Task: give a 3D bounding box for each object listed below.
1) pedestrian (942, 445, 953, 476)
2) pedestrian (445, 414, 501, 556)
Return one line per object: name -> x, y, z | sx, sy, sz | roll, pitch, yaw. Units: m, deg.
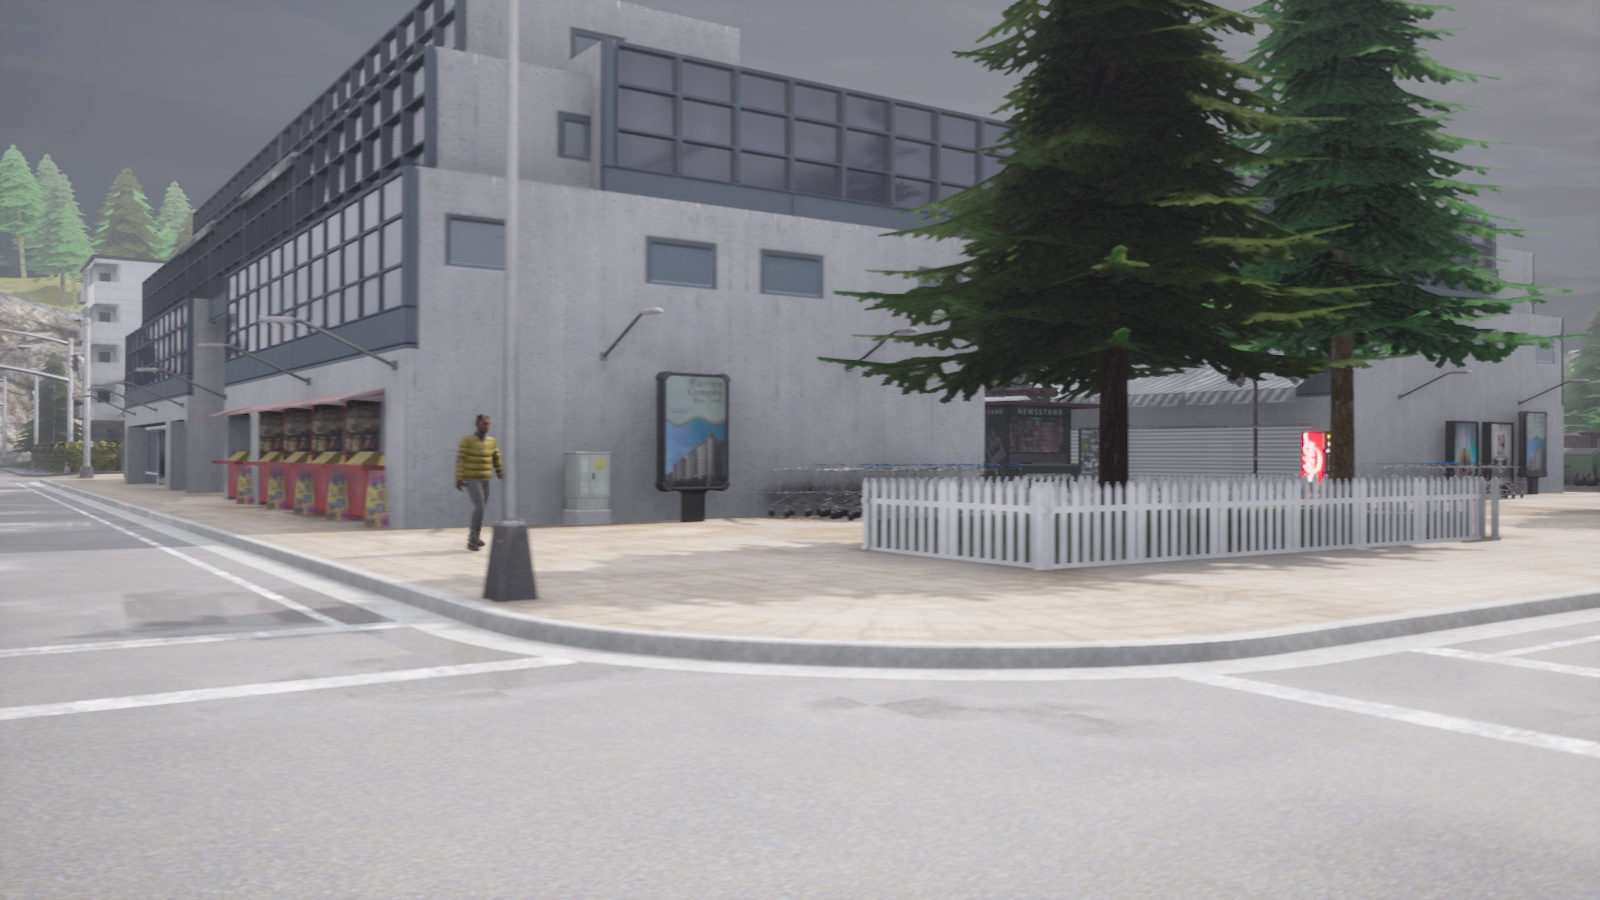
pedestrian -> 8.870, 0.623, 75.406 | 0.345, 1.836, 0.594 | 0, 0, -30
pedestrian -> -4.344, 0.449, 16.678 | 0.431, 1.840, 0.709 | 0, 0, -43
